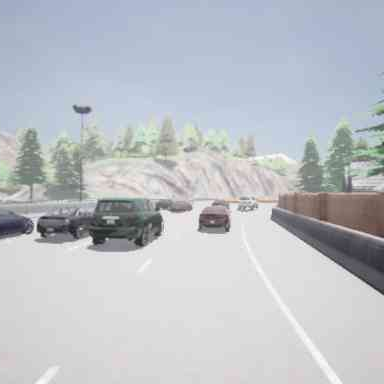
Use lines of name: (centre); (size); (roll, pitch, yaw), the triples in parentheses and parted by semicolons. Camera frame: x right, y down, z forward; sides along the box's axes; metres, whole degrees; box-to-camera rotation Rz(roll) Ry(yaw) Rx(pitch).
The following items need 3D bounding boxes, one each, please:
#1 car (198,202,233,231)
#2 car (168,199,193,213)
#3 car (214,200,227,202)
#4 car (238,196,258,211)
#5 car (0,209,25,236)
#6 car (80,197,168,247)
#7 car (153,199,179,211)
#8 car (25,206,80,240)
car: (1.610, 1.638, 22.031); (1.882, 1.535, 5.008); (0, -1, 9)
car: (-1.224, 1.789, 41.553); (1.994, 1.385, 4.181); (1, 0, 16)
car: (4.131, 1.863, 47.326); (1.837, 1.490, 4.892); (0, -1, 19)
car: (8.391, 1.667, 49.481); (2.150, 2.045, 5.566); (0, -1, 21)
car: (-9.594, 1.484, 16.124); (1.994, 1.385, 4.181); (1, 0, 6)
car: (-2.853, 1.263, 15.597); (2.150, 2.045, 5.566); (0, 0, 7)
car: (-3.524, 1.717, 46.372); (1.837, 1.490, 4.892); (0, 0, 18)
car: (-5.993, 1.484, 17.111); (2.128, 1.511, 4.902); (1, 0, 6)
